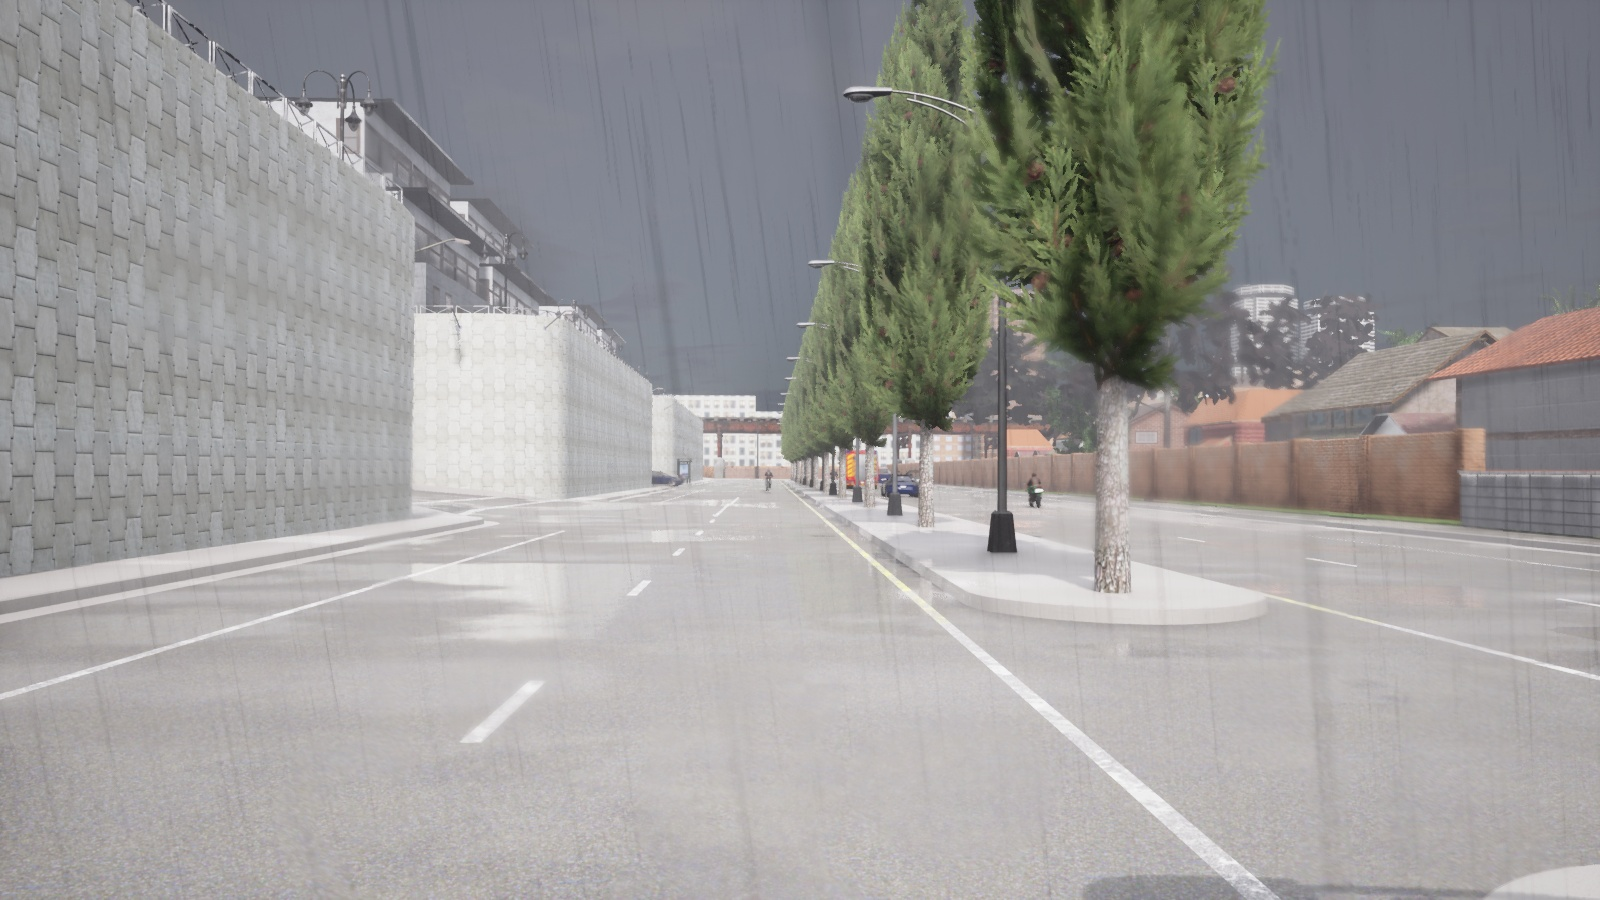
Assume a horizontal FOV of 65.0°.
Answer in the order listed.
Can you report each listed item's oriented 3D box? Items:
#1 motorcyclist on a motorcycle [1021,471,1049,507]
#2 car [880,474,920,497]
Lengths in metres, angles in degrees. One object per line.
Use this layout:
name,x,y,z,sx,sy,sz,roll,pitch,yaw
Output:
motorcyclist on a motorcycle,10.175,1.668,54.466,0.797,1.523,2.044,0,-1,-1
car,6.098,2.141,76.842,1.994,1.385,4.181,0,-1,-1
